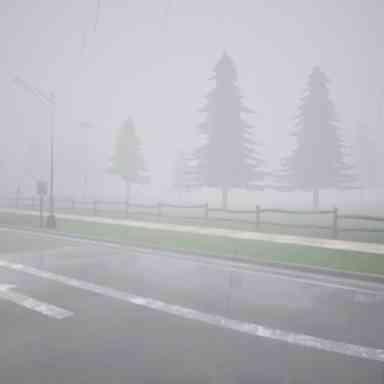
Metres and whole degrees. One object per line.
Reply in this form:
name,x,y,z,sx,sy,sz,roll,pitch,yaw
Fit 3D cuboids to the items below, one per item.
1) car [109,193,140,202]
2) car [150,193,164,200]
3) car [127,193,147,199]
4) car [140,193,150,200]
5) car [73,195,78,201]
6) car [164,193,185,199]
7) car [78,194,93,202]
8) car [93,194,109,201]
car,-12.238,0.949,60.653,2.097,1.767,4.553,1,0,35
car,-6.703,0.975,74.505,1.812,1.442,4.674,1,0,35
car,-12.817,0.933,77.979,1.812,1.442,4.674,1,0,35
car,-9.884,0.962,76.065,2.128,1.511,4.902,1,0,35
car,-21.759,1.063,65.262,1.994,1.385,4.181,1,0,35
car,-3.437,1.013,73.065,1.994,1.385,4.181,1,0,35
car,-18.674,1.061,63.611,1.812,1.442,4.674,1,0,36
car,-15.594,1.167,61.941,1.895,1.301,4.718,1,0,36
